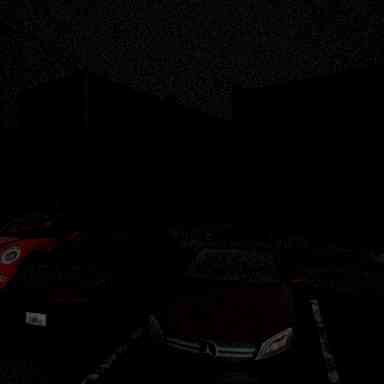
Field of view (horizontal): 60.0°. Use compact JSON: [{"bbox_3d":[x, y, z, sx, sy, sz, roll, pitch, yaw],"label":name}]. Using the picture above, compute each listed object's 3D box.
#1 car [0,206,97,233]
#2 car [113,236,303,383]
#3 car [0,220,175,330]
[{"bbox_3d":[-4.093,1.363,9.067,2.185,1.767,4.553,1,-1,16],"label":"car"},{"bbox_3d":[0.775,1.526,5.539,2.002,1.452,4.674,1,-1,16],"label":"car"},{"bbox_3d":[-1.674,1.516,7.258,2.163,1.488,4.792,1,-1,16],"label":"car"}]
